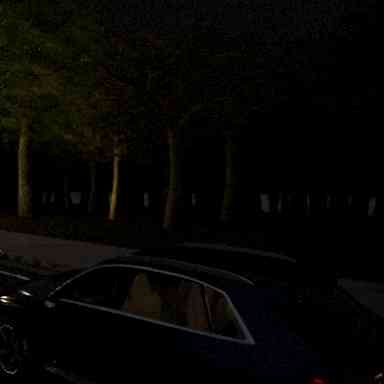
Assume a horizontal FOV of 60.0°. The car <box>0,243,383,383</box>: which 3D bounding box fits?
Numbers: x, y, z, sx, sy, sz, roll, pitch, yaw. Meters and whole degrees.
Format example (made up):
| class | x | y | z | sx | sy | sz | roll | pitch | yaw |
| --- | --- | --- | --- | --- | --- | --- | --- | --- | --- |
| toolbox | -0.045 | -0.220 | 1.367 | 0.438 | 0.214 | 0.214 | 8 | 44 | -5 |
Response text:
| class | x | y | z | sx | sy | sz | roll | pitch | yaw |
| --- | --- | --- | --- | --- | --- | --- | --- | --- | --- |
| car | -0.410 | 1.430 | 3.853 | 4.856 | 1.649 | 2.033 | 0 | 0 | 35 |
